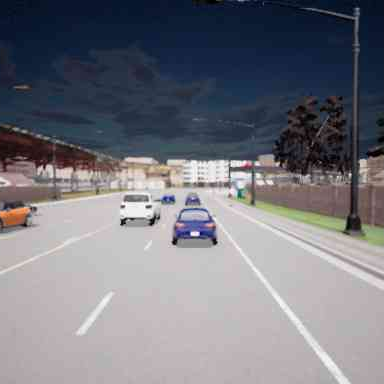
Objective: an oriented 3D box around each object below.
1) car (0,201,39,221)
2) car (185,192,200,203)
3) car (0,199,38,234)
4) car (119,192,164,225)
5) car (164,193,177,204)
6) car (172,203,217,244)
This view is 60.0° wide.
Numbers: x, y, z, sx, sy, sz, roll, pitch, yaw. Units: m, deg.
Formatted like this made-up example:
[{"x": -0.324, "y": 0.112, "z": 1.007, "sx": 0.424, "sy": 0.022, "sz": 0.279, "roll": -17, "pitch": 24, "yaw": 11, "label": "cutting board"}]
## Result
[{"x": -14.038, "y": 1.400, "z": 26.035, "sx": 1.895, "sy": 1.301, "sz": 4.718, "roll": 0, "pitch": 0, "yaw": 0, "label": "car"}, {"x": 0.114, "y": 0.831, "z": 47.063, "sx": 2.097, "sy": 1.767, "sz": 4.553, "roll": 0, "pitch": 1, "yaw": 0, "label": "car"}, {"x": -10.558, "y": 1.213, "z": 17.851, "sx": 2.097, "sy": 1.767, "sz": 4.553, "roll": 0, "pitch": 1, "yaw": 0, "label": "car"}, {"x": -3.386, "y": 1.045, "z": 22.469, "sx": 2.150, "sy": 2.045, "sz": 5.566, "roll": 0, "pitch": 0, "yaw": 0, "label": "car"}, {"x": -3.386, "y": 0.894, "z": 49.674, "sx": 1.882, "sy": 1.535, "sz": 5.008, "roll": 0, "pitch": 1, "yaw": 0, "label": "car"}, {"x": 0.113, "y": 1.410, "z": 14.906, "sx": 1.812, "sy": 1.442, "sz": 4.674, "roll": 0, "pitch": 0, "yaw": 0, "label": "car"}]
